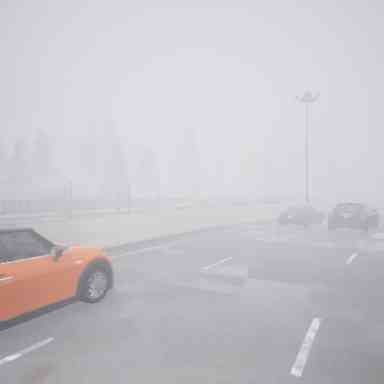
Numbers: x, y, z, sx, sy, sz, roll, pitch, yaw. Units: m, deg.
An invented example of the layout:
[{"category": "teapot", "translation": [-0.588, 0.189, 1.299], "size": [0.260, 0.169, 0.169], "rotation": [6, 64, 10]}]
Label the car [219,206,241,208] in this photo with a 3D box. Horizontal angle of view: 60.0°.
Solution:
[{"category": "car", "translation": [4.477, 1.552, 35.454], "size": [1.994, 1.385, 4.181], "rotation": [0, 0, 44]}]

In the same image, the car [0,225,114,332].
[{"category": "car", "translation": [-3.430, 1.349, 5.814], "size": [2.097, 1.767, 4.553], "rotation": [0, 0, 26]}]

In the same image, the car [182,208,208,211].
[{"category": "car", "translation": [0.235, 1.464, 36.004], "size": [1.882, 1.535, 5.008], "rotation": [0, 0, 42]}]

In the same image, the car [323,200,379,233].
[{"category": "car", "translation": [9.728, 1.350, 19.868], "size": [2.097, 1.767, 4.553], "rotation": [0, 0, 37]}]

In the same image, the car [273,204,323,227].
[{"category": "car", "translation": [7.478, 1.557, 22.666], "size": [1.994, 1.385, 4.181], "rotation": [0, 0, 38]}]

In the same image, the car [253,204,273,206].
[{"category": "car", "translation": [7.506, 1.494, 33.564], "size": [1.837, 1.490, 4.892], "rotation": [0, 0, 44]}]
